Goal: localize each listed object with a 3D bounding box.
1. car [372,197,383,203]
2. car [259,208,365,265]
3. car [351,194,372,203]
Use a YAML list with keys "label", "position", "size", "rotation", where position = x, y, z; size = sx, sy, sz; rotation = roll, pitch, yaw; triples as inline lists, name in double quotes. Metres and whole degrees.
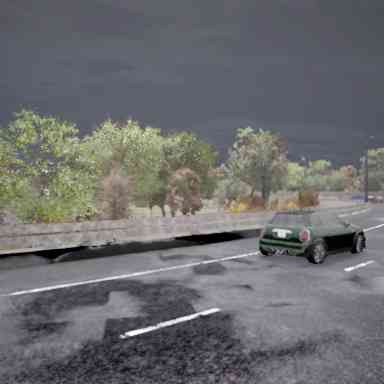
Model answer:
- label: "car"
  position: [43.014, 1.920, 77.828]
  size: [2.033, 1.411, 5.357]
  rotation: [0, 0, 5]
- label: "car"
  position: [4.528, 1.430, 12.254]
  size: [4.553, 1.767, 2.097]
  rotation: [1, -1, -41]
- label: "car"
  position: [39.545, 1.602, 78.300]
  size: [2.150, 2.045, 5.566]
  rotation: [0, 0, 5]
